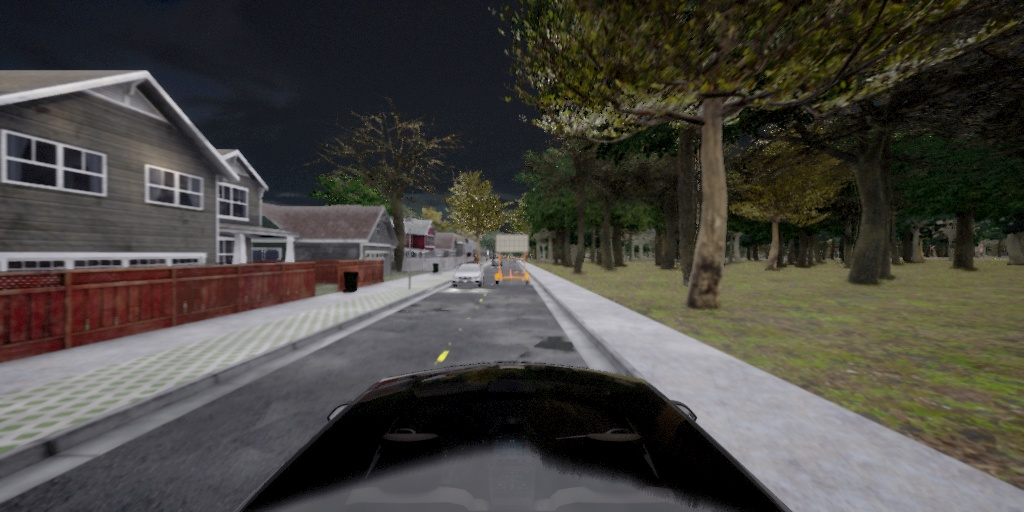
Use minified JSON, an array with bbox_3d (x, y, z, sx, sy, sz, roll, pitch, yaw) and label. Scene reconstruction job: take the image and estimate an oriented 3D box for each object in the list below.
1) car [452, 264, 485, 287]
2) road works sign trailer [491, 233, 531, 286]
[{"bbox_3d":[-2.829,1.244,23.982,1.812,1.442,4.674,0,0,0],"label":"car"},{"bbox_3d":[0.007,0.182,24.833,2.380,3.560,2.880,0,0,0],"label":"road works sign trailer"}]
